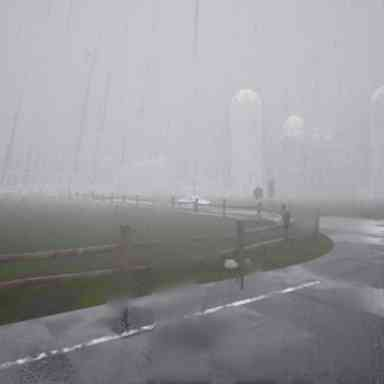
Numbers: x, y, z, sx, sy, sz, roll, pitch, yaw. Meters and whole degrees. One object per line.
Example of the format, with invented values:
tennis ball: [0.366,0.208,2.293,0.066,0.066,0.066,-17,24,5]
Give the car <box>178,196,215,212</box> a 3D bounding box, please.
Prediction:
car: [0.351,1.102,32.998,1.812,1.442,4.674,-1,1,-36]

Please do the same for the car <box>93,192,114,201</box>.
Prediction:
car: [-14.221,0.722,53.234,2.033,1.411,5.357,-1,1,-35]
